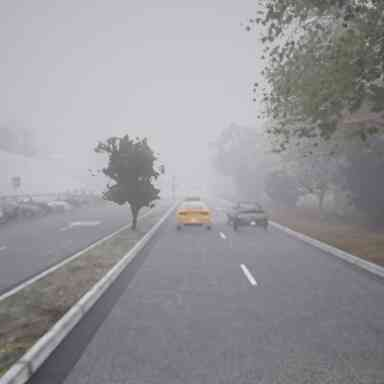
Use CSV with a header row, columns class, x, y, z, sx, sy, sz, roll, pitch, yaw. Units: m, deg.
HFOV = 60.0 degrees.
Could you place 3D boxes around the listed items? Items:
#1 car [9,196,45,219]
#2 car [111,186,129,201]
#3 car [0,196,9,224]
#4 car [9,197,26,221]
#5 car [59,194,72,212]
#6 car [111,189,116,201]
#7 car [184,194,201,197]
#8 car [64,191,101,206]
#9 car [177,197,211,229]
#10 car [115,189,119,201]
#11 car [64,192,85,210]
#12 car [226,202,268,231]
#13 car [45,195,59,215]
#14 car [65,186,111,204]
class,x,y,z,sx,sy,sz,roll,pitch,yaw
car,-13.830,1.291,24.805,4.674,1.452,2.002,-1,1,-20
car,-13.838,0.439,54.785,5.566,2.045,2.435,-1,1,-20
car,-13.859,1.086,18.778,5.566,2.045,2.435,-1,1,-20
car,-13.855,1.324,21.781,4.792,1.488,2.163,-1,1,-20
car,-13.827,1.181,30.804,4.674,1.452,2.002,-1,1,-20
car,-13.642,0.839,45.873,5.366,1.575,1.946,-1,1,-20
car,0.097,0.932,40.611,1.882,1.535,5.008,0,1,0
car,-13.793,0.991,39.819,4.792,1.488,2.163,-1,1,-20
car,0.098,1.304,20.140,1.882,1.535,5.008,0,1,0
car,-13.987,0.793,48.739,5.366,1.575,1.946,-1,1,-20
car,-13.815,1.083,33.803,5.008,1.535,2.097,-1,1,-20
car,3.099,1.331,19.290,2.128,1.511,4.902,0,1,0
car,-13.858,1.071,27.791,4.553,1.767,2.185,-1,1,-20
car,-13.797,0.652,42.817,5.566,2.045,2.435,-1,1,-20
